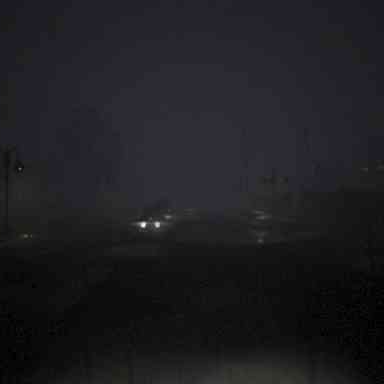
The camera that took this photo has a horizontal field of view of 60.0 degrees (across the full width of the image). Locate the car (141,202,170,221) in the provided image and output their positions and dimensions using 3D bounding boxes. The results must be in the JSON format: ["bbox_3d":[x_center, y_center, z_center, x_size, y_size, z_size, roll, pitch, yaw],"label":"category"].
[{"bbox_3d":[-3.597,1.960,31.665,2.033,1.411,5.357,0,-1,0],"label":"car"}]

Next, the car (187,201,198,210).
[{"bbox_3d":[0.083,2.236,57.190,2.128,1.511,4.902,0,-1,0],"label":"car"}]

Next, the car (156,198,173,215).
[{"bbox_3d":[-3.575,1.771,42.243,2.150,2.045,5.566,0,-1,0],"label":"car"}]
